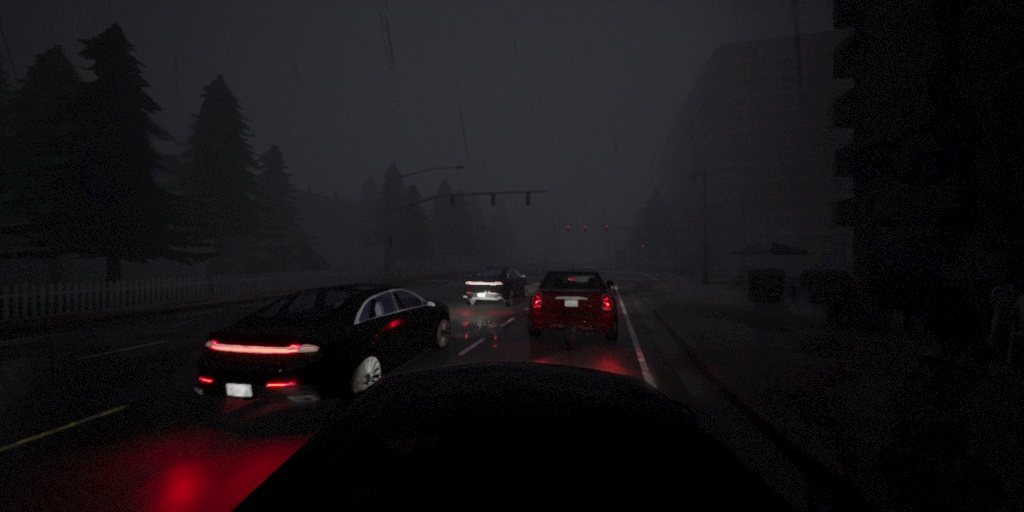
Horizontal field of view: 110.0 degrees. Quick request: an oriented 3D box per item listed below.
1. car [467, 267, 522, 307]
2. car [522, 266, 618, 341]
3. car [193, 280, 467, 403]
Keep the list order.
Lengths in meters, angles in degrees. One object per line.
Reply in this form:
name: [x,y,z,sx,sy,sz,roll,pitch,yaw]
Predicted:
car: [-0.553,1.209,15.441,2.128,1.511,4.902,0,0,13]
car: [1.798,1.086,10.184,2.097,1.767,4.553,0,0,12]
car: [-2.556,1.226,6.254,2.128,1.511,4.902,0,0,9]
